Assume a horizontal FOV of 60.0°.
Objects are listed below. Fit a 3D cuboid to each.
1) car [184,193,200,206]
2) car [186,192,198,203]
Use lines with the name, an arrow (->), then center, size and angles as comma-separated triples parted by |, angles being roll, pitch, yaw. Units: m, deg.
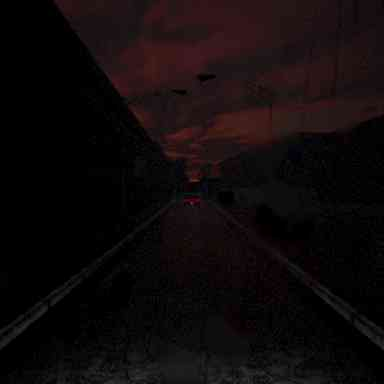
car -> -0.021, 0.997, 40.437 | 1.895, 1.301, 4.718 | 0, 1, 0
car -> -0.025, 0.807, 50.427 | 1.812, 1.442, 4.674 | 0, 0, 0
